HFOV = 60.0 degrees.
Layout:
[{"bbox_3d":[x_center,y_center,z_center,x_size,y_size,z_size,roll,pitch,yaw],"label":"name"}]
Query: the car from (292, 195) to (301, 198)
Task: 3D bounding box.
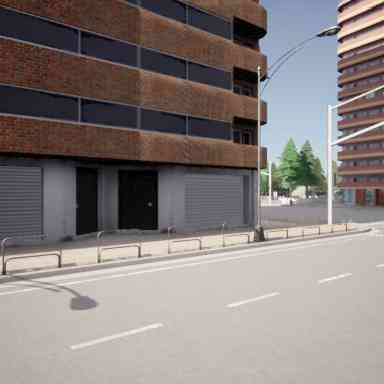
[{"bbox_3d":[23.243,1.469,74.082,4.674,1.442,1.812,0,0,-35],"label":"car"}]
